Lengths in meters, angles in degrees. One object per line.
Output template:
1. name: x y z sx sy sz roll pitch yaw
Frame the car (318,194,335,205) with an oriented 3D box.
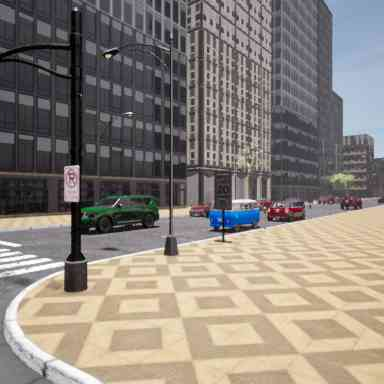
1. car: 25.291 1.380 62.463 2.192 1.841 5.009 0 0 38

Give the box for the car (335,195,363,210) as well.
1. car: 21.305 1.368 44.439 2.192 1.841 5.009 0 0 38

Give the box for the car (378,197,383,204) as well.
1. car: 38.332 1.658 66.437 1.947 1.339 4.313 0 0 38

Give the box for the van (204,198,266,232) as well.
1. van: 2.704 1.368 20.224 1.690 1.788 3.998 0 0 38

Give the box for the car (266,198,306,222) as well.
1. car: 7.684 1.472 26.839 1.967 1.590 4.097 0 0 38

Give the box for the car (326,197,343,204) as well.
1. car: 28.696 1.624 66.862 2.008 1.369 4.403 0 0 38

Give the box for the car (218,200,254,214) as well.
1. car: 4.858 1.571 36.064 1.887 1.381 4.507 0 0 38

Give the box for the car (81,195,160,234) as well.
1. car: -4.400 1.238 20.035 2.150 2.045 5.566 0 0 39

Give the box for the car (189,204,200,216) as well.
1. car: 1.452 1.603 31.663 1.802 1.307 4.206 0 0 38

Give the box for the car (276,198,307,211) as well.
1. car: 12.646 1.531 42.023 2.128 1.511 4.902 0 0 38

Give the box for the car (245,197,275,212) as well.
1. car: 8.263 1.471 40.463 1.967 1.590 4.097 0 0 38

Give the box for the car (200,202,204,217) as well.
1. car: 3.121 1.626 29.786 1.895 1.301 4.718 0 0 38
